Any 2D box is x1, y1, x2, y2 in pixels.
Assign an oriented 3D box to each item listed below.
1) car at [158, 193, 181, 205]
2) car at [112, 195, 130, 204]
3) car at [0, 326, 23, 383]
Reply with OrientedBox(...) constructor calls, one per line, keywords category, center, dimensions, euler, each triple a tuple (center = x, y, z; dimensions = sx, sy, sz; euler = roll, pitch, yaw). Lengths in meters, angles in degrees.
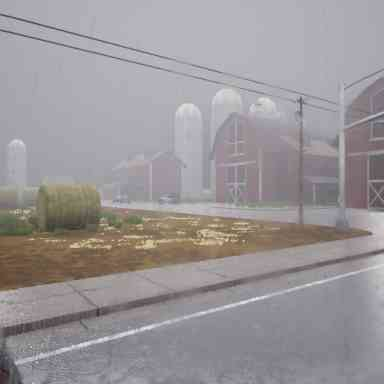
OrientedBox(category="car", center=(-3.919, 1.118, 57.685), dimensions=(3.866, 1.878, 1.905), euler=(-2, 5, 11))
OrientedBox(category="car", center=(-13.688, 1.325, 64.050), dimensions=(2.097, 1.767, 4.553), euler=(0, 0, -37))
OrientedBox(category="car", center=(-3.413, 1.526, 1.558), dimensions=(4.674, 1.442, 1.812), euler=(0, 0, -36))
